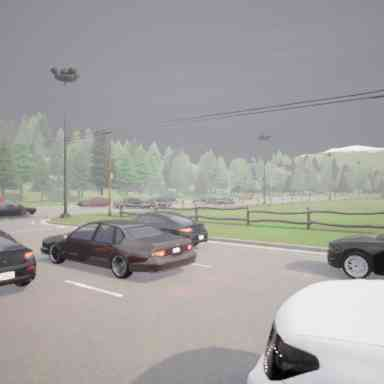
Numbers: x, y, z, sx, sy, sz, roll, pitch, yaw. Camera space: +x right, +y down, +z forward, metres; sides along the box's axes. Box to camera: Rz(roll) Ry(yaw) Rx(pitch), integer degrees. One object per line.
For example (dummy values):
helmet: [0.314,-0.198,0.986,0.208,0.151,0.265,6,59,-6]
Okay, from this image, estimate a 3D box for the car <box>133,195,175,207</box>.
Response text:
car: [-4.862,1.500,43.083,1.837,1.490,4.892,0,0,37]

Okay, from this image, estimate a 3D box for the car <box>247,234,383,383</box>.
car: [3.080,1.219,1.739,5.566,2.045,2.150,0,0,36]

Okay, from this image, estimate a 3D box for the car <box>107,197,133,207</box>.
car: [-8.442,1.501,44.145,1.837,1.490,4.892,0,0,37]

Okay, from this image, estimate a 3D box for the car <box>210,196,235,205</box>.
car: [5.552,1.560,56.868,1.994,1.385,4.181,0,0,37]

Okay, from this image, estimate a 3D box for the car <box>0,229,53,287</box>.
car: [-5.578,1.525,8.068,4.674,1.442,1.812,0,0,36]

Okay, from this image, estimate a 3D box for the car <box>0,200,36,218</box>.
car: [-15.647,1.597,27.655,1.895,1.301,4.718,0,0,32]

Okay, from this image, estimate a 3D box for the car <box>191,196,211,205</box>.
car: [1.898,1.597,57.837,1.895,1.301,4.718,0,0,37]

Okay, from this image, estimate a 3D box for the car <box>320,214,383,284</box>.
car: [6.028,1.478,8.262,5.008,1.535,1.882,0,0,36]

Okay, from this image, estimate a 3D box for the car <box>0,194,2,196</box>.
car: [-25.018,1.218,38.955,2.150,2.045,5.566,0,0,34]

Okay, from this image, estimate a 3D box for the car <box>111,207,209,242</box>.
car: [-1.503,1.524,13.761,4.674,1.442,1.812,0,0,36]

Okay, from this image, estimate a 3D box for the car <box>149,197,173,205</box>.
car: [-5.543,1.556,59.590,1.994,1.385,4.181,0,0,37]

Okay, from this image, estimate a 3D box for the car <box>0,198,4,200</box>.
car: [-18.747,1.543,29.290,2.033,1.411,5.357,0,0,32]

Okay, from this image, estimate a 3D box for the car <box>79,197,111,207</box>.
car: [-15.222,1.520,52.592,1.812,1.442,4.674,0,0,37]

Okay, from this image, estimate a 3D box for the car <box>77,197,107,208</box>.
car: [-14.420,1.558,47.839,1.994,1.385,4.181,0,0,37]

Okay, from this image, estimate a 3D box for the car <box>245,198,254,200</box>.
car: [11.471,1.533,70.379,1.994,1.385,4.181,0,0,37]

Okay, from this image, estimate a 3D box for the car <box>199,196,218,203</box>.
car: [3.539,1.544,71.487,1.994,1.385,4.181,0,0,37]

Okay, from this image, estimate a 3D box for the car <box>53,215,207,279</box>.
car: [-2.417,1.546,10.074,5.357,1.411,2.033,0,0,37]

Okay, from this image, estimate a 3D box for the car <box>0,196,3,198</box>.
car: [-22.956,1.501,35.679,1.837,1.490,4.892,0,0,33]
